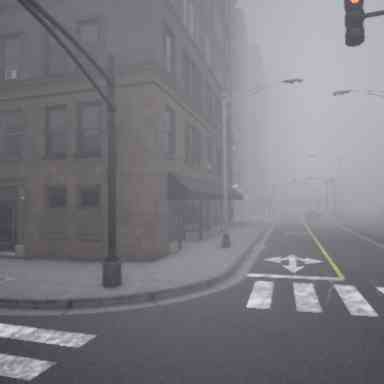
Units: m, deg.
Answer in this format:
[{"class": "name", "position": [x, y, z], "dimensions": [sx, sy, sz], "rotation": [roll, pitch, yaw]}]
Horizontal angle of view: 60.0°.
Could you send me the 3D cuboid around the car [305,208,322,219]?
[{"class": "car", "position": [15.787, 2.794, 43.469], "dimensions": [1.812, 1.442, 4.674], "rotation": [-1, -2, 17]}]
